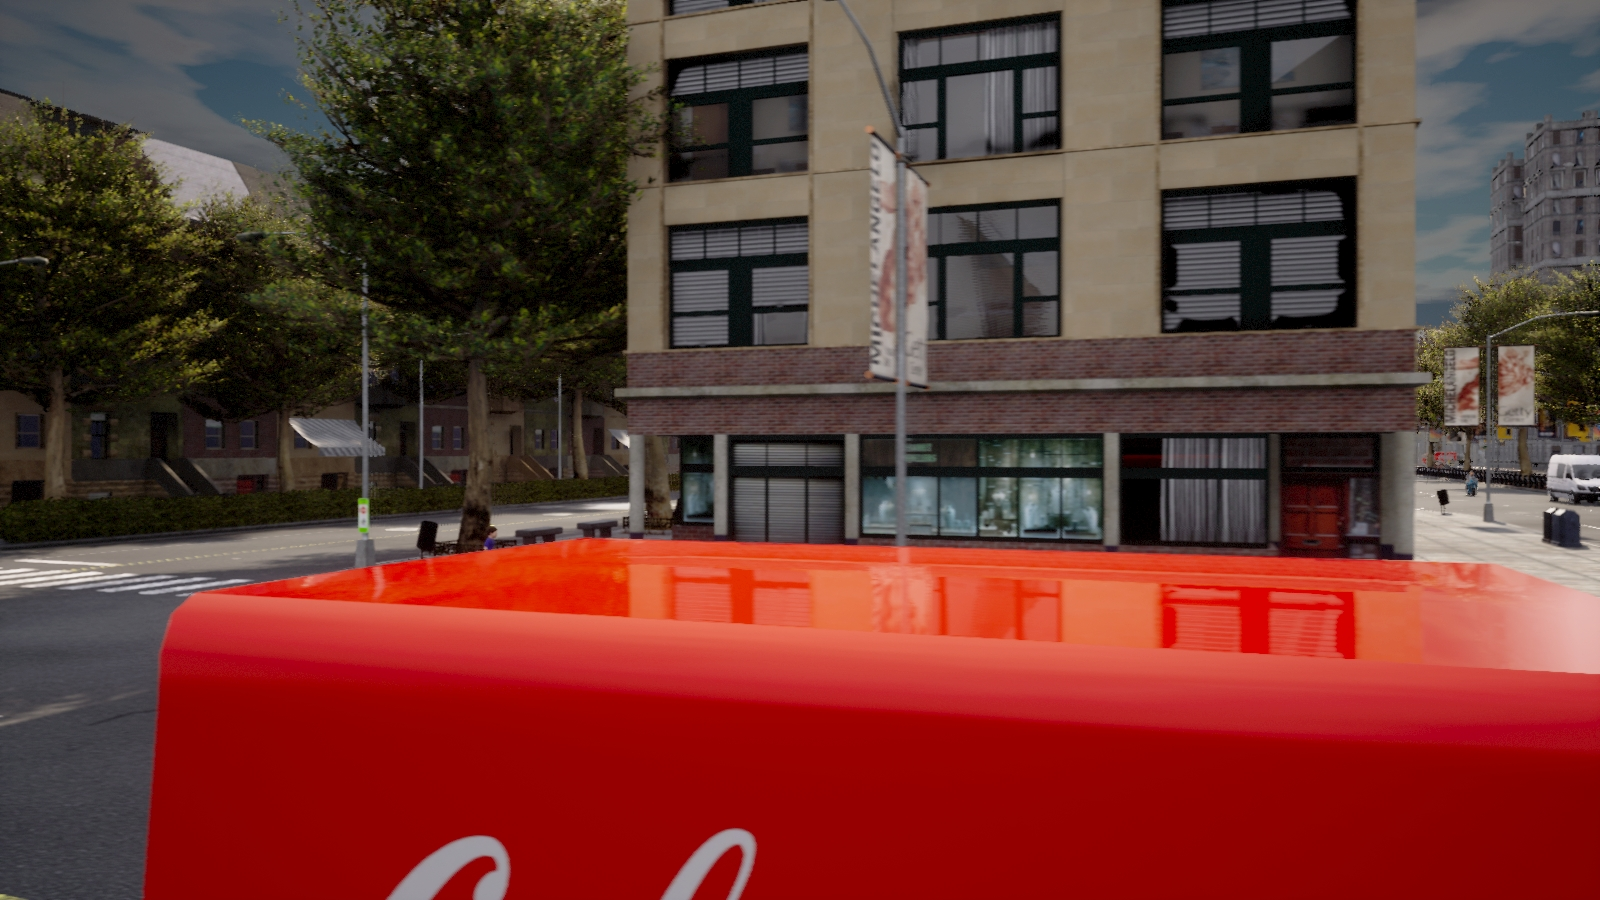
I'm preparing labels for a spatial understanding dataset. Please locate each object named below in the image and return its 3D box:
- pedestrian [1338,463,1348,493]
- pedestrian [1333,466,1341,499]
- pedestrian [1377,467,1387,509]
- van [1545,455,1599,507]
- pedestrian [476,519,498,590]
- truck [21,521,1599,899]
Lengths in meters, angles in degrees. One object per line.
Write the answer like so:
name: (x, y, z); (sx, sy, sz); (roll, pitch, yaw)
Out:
pedestrian: (33.315, 1.700, 70.117); (0.375, 1.860, 0.375); (0, 0, -6)
pedestrian: (30.419, 1.852, 64.680); (0.375, 1.860, 0.375); (0, 0, 21)
pedestrian: (25.961, 1.700, 50.962); (0.375, 1.860, 0.375); (0, 0, 19)
van: (40.991, 1.544, 59.833); (1.988, 2.561, 5.915); (0, 0, 20)
pedestrian: (-5.903, 1.969, 21.575); (0.375, 1.300, 0.375); (0, 0, -11)
truck: (1.157, 1.563, 2.884); (5.204, 2.467, 2.627); (0, 0, 20)
